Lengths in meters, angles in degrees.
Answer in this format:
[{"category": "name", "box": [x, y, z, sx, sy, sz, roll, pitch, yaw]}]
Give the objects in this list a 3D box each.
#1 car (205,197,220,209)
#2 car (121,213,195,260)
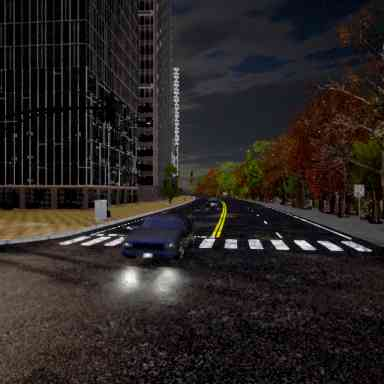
[{"category": "car", "box": [2.929, 1.503, 46.449, 2.128, 1.511, 4.902, 0, 0, 6]}, {"category": "car", "box": [-1.009, 1.551, 12.793, 2.033, 1.411, 5.357, 0, 0, 8]}]
